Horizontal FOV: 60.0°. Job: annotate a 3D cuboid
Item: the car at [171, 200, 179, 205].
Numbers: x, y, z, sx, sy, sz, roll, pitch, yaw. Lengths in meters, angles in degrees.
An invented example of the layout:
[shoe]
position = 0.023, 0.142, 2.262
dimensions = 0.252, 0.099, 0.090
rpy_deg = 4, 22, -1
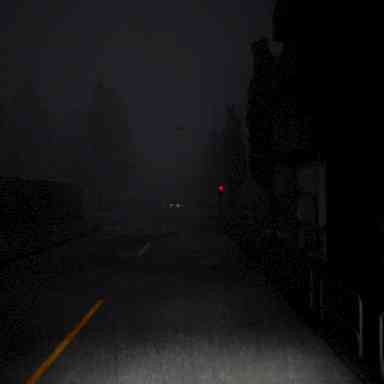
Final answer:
[car]
position = -4.013, 2.559, 79.601
dimensions = 1.895, 1.301, 4.718
rpy_deg = 0, -1, 0
